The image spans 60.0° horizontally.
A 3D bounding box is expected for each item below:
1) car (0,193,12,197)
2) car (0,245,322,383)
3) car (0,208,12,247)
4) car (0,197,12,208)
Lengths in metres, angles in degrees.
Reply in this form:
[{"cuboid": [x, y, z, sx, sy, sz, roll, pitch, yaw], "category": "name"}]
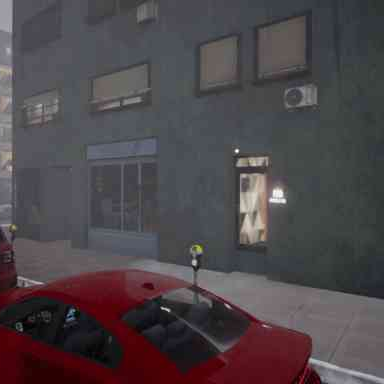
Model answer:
[{"cuboid": [-18.566, 1.031, 31.833, 2.192, 1.841, 5.009, 2, 2, 35], "category": "car"}, {"cuboid": [-1.018, 1.544, 3.571, 4.507, 1.381, 1.887, 0, 0, 35], "category": "car"}, {"cuboid": [-5.546, 1.314, 6.742, 5.009, 1.841, 2.192, 0, 0, 35], "category": "car"}, {"cuboid": [-17.666, 1.368, 28.598, 1.895, 1.301, 4.718, 1, 1, 34], "category": "car"}]
